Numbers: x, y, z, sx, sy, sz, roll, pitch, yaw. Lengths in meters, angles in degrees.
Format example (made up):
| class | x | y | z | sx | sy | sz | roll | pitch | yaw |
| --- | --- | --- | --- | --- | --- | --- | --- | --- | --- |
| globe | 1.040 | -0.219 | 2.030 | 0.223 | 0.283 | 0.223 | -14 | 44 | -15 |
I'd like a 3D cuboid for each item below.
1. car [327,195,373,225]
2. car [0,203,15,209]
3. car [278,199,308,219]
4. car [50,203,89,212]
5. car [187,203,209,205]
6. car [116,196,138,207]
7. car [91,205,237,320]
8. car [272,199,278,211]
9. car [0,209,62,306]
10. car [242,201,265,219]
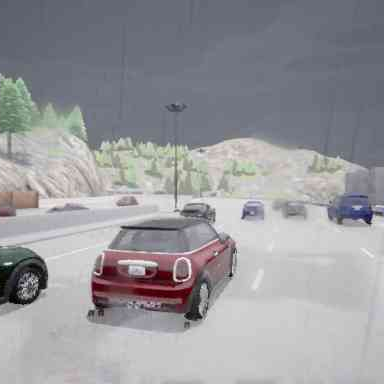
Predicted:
| class | x | y | z | sx | sy | sz | roll | pitch | yaw |
| --- | --- | --- | --- | --- | --- | --- | --- | --- | --- |
| car | 11.599 | 1.231 | 24.715 | 2.150 | 2.045 | 5.566 | 0 | 0 | 13 |
| car | -16.705 | 1.583 | 27.589 | 1.994 | 1.385 | 4.181 | 0 | 0 | 14 |
| car | 9.088 | 1.560 | 29.643 | 2.033 | 1.411 | 5.357 | 0 | 0 | 11 |
| car | -9.818 | 1.580 | 26.316 | 1.994 | 1.385 | 4.181 | 0 | 0 | 13 |
| car | 0.480 | 1.516 | 23.355 | 1.837 | 1.490 | 4.892 | 0 | 0 | 14 |
| car | -9.334 | 1.378 | 47.929 | 2.097 | 1.767 | 4.553 | 0 | 0 | 8 |
| car | -0.306 | 1.356 | 7.690 | 2.097 | 1.767 | 4.553 | 0 | 0 | 17 |
| car | 11.092 | 1.565 | 41.391 | 2.033 | 1.411 | 5.357 | 0 | 0 | 7 |
| car | -4.630 | 1.357 | 5.563 | 2.097 | 1.767 | 4.553 | 0 | 0 | 17 |
| car | 5.443 | 1.539 | 29.409 | 1.812 | 1.442 | 4.674 | 0 | 0 | 12 |
